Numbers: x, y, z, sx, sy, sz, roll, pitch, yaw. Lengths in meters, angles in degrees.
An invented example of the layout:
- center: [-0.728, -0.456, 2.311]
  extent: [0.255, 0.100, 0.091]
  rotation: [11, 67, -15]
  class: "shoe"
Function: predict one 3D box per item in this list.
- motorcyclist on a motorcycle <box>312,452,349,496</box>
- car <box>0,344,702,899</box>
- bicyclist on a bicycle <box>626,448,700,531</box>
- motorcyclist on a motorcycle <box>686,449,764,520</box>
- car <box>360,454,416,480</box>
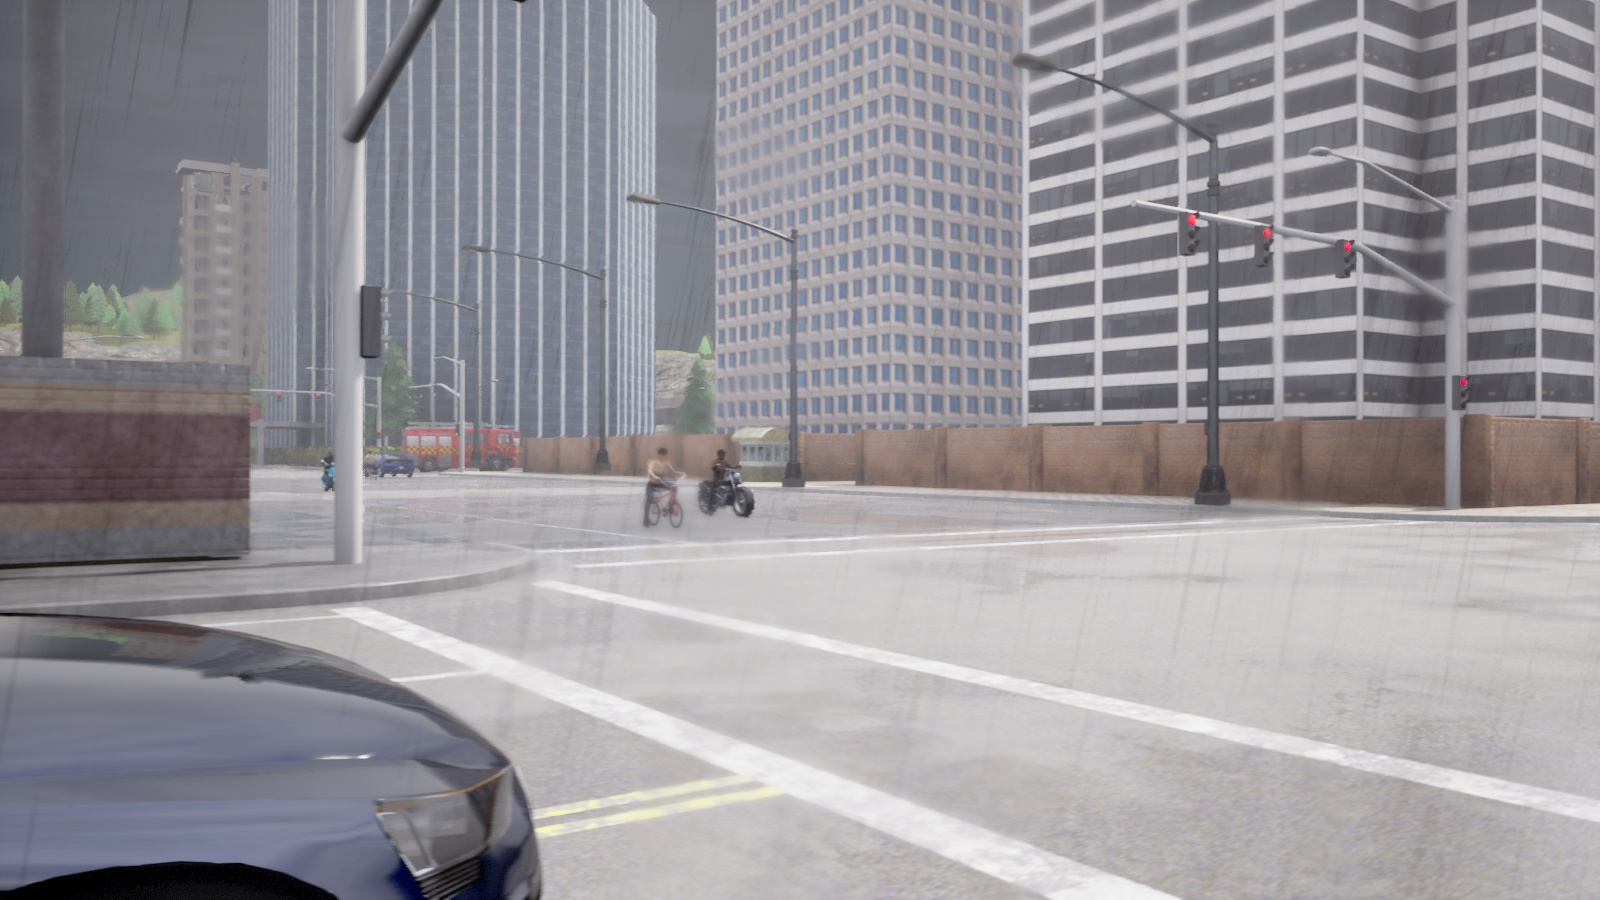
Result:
- center: [-17.442, 0.868, 46.628]
  extent: [0.866, 1.590, 1.817]
  rotation: [0, 0, -35]
  class: "motorcyclist on a motorcycle"
- center: [-2.752, 0.683, 1.743]
  extent: [4.856, 1.649, 2.033]
  rotation: [0, 0, -35]
  class: "car"
- center: [-2.771, 0.768, 25.321]
  extent: [0.866, 1.612, 1.509]
  rotation: [0, 0, -34]
  class: "bicyclist on a bicycle"
- center: [-1.818, 0.797, 30.101]
  extent: [0.766, 1.649, 2.350]
  rotation: [0, 0, -35]
  class: "motorcyclist on a motorcycle"
- center: [-24.994, 0.997, 76.108]
  extent: [1.882, 1.535, 5.008]
  rotation: [0, 0, -35]
  class: "car"
